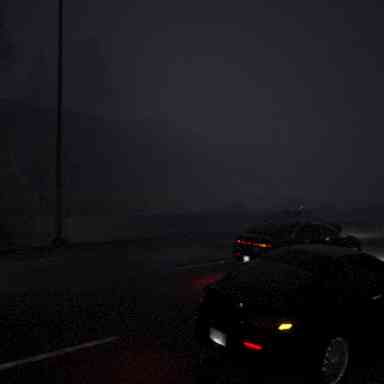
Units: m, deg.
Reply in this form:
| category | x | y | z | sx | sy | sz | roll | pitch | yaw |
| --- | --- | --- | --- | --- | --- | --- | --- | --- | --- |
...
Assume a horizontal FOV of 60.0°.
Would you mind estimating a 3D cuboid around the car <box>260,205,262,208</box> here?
| category | x | y | z | sx | sy | sz | roll | pitch | yaw |
| --- | --- | --- | --- | --- | --- | --- | --- | --- | --- |
| car | 11.792 | 2.040 | 46.806 | 4.718 | 1.301 | 1.895 | 1 | 0 | -35 |

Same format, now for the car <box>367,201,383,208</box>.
| category | x | y | z | sx | sy | sz | roll | pitch | yaw |
| --- | --- | --- | --- | --- | --- | --- | --- | --- | --- |
| car | 27.929 | 2.143 | 49.648 | 4.674 | 1.442 | 1.812 | 0 | 0 | -35 |

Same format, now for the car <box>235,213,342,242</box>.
| category | x | y | z | sx | sy | sz | roll | pitch | yaw |
| --- | --- | --- | --- | --- | --- | --- | --- | --- | --- |
| car | 3.473 | 1.611 | 10.527 | 4.892 | 1.490 | 1.837 | 1 | 0 | -36 |

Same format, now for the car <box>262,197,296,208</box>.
| category | x | y | z | sx | sy | sz | roll | pitch | yaw |
| --- | --- | --- | --- | --- | --- | --- | --- | --- | --- |
| car | 12.009 | 1.637 | 42.663 | 5.566 | 2.045 | 2.150 | 1 | -1 | -35 |

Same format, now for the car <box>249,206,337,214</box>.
| category | x | y | z | sx | sy | sz | roll | pitch | yaw |
| --- | --- | --- | --- | --- | --- | --- | --- | --- | --- |
| car | 5.370 | 1.655 | 16.183 | 4.902 | 1.511 | 2.128 | 1 | 0 | -36 |

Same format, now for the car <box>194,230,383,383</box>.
| category | x | y | z | sx | sy | sz | roll | pitch | yaw |
| --- | --- | --- | --- | --- | --- | --- | --- | --- | --- |
| car | 2.184 | 1.583 | 5.307 | 4.674 | 1.442 | 1.812 | 1 | 0 | -36 |

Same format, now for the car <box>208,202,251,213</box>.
| category | x | y | z | sx | sy | sz | roll | pitch | yaw |
| --- | --- | --- | --- | --- | --- | --- | --- | --- | --- |
| car | 3.743 | 1.768 | 32.467 | 4.892 | 1.490 | 1.837 | 2 | -1 | -35 |

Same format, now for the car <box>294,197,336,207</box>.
| category | x | y | z | sx | sy | sz | roll | pitch | yaw |
| --- | --- | --- | --- | --- | --- | --- | --- | --- | --- |
| car | 13.255 | 1.722 | 34.954 | 4.553 | 1.767 | 2.097 | 1 | 0 | -35 |
